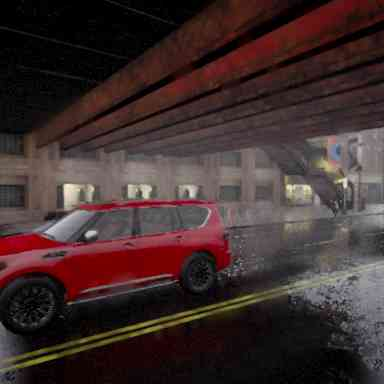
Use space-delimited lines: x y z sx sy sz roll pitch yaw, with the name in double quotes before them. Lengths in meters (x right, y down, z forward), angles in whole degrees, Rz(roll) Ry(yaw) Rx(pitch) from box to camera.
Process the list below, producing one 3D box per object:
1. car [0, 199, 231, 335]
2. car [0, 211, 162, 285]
"car" -1.680 1.201 7.068 5.566 2.045 2.150 -1 0 -35
"car" -3.570 1.469 10.017 4.902 1.511 2.128 -1 0 -35
